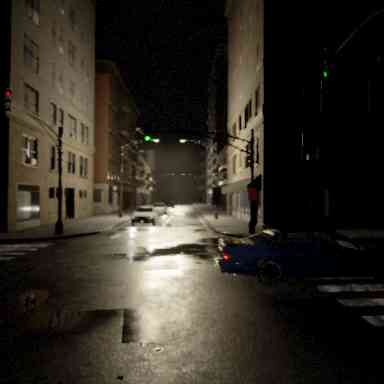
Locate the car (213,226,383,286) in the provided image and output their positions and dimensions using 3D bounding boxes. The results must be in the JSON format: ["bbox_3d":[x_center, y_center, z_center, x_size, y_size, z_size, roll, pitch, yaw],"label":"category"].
[{"bbox_3d":[3.295,1.685,9.343,5.357,1.411,2.033,-1,-1,-1],"label":"car"}]

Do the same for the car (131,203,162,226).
[{"bbox_3d":[-3.732,1.889,26.778,1.812,1.442,4.674,0,-1,-1],"label":"car"}]

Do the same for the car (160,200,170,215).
[{"bbox_3d":[-4.047,2.079,41.209,1.812,1.442,4.674,0,-1,-1],"label":"car"}]

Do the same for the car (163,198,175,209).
[{"bbox_3d":[-4.406,2.066,61.446,2.150,2.045,5.566,0,-1,-1],"label":"car"}]
